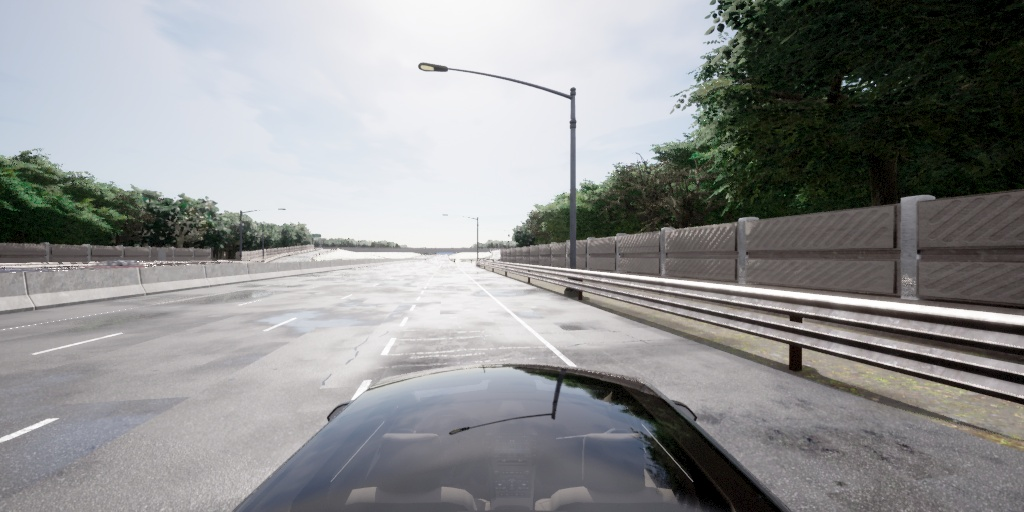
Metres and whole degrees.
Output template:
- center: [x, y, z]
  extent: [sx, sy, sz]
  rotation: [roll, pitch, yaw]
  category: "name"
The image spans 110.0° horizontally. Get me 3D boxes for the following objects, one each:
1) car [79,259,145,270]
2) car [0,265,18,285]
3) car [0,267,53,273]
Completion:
- center: [-33.677, 1.116, 30.238]
  extent: [2.097, 1.767, 4.553]
  rotation: [0, 0, -10]
  category: "car"
- center: [-35.983, 1.321, 23.451]
  extent: [1.994, 1.385, 4.181]
  rotation: [0, 0, -11]
  category: "car"
- center: [-28.323, 1.318, 20.544]
  extent: [1.994, 1.385, 4.181]
  rotation: [0, 0, -11]
  category: "car"
